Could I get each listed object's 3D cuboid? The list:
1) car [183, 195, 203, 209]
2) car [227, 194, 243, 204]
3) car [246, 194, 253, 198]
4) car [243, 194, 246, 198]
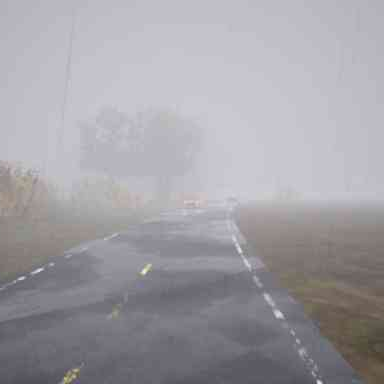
[{"bbox_3d":[0.155,1.230,41.799,2.097,1.767,4.553,0,0,9],"label":"car"},{"bbox_3d":[7.395,1.308,58.828,1.882,1.535,5.008,0,0,12],"label":"car"},{"bbox_3d":[15.675,1.118,92.724,1.895,1.301,4.718,0,0,20],"label":"car"},{"bbox_3d":[10.615,1.125,76.510,1.837,1.490,4.892,0,0,16],"label":"car"}]
